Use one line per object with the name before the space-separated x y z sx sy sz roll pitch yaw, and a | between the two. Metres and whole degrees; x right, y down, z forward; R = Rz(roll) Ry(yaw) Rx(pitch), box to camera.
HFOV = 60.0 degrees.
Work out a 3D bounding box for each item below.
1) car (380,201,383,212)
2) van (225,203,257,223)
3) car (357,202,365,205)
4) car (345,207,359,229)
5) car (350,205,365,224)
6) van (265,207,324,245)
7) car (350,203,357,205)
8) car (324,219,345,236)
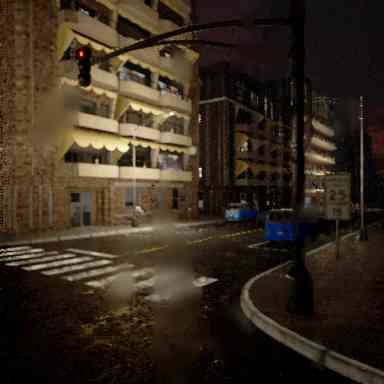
car | 33.862 2.478 57.453 2.192 1.841 5.009 -2 -2 35
van | 4.540 1.905 30.652 1.690 1.788 3.998 -2 -2 35
car | 42.945 3.172 84.700 1.752 1.417 4.829 -2 -2 35
car | 11.378 2.109 25.854 1.802 1.307 4.206 -2 -2 35
car | 14.586 2.169 30.372 2.008 1.369 4.403 -2 -2 35
van | 5.097 1.685 16.731 1.690 1.788 3.998 -2 -2 35
car | 33.418 2.925 71.290 1.887 1.381 4.507 -2 -2 35
car | 8.170 2.002 21.340 1.947 1.339 4.313 -2 -2 35
